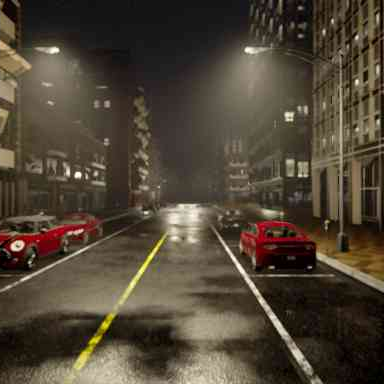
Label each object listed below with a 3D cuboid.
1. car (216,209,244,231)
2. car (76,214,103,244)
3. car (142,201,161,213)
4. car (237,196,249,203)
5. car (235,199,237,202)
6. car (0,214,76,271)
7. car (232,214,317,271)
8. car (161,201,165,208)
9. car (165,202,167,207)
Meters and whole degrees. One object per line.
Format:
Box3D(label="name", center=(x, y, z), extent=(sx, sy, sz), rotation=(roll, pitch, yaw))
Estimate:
Box3D(label="car", center=(2.671, 1.794, 22.475), extent=(2.008, 1.369, 4.403), rotation=(0, -1, 0))
Box3D(label="car", center=(-5.705, 1.765, 16.819), extent=(1.802, 1.307, 4.206), rotation=(0, -1, 0))
Box3D(label="car", center=(-5.728, 2.045, 45.061), extent=(2.008, 1.369, 4.403), rotation=(0, -1, 0))
Box3D(label="car", center=(14.627, 1.955, 83.607), extent=(5.009, 1.841, 2.192), rotation=(-1, 0, -1))
Box3D(label="car", center=(14.485, 2.036, 91.985), extent=(5.009, 1.841, 2.192), rotation=(-1, 1, -1))
Box3D(label="car", center=(-5.700, 1.562, 11.172), extent=(1.967, 1.590, 4.097), rotation=(0, -1, 0))
Box3D(label="car", center=(2.680, 1.665, 11.177), extent=(1.887, 1.381, 4.507), rotation=(0, -1, 0))
Box3D(label="car", center=(-5.732, 2.109, 50.708), extent=(2.008, 1.369, 4.403), rotation=(0, -1, 0))
Box3D(label="car", center=(-5.792, 2.286, 63.624), extent=(1.802, 1.307, 4.206), rotation=(0, -1, 0))
